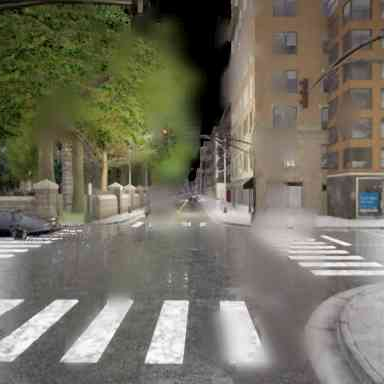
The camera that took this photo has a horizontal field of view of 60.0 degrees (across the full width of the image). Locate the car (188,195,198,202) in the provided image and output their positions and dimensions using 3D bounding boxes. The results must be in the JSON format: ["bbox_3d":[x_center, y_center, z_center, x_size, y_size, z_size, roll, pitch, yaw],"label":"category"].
[{"bbox_3d":[0.198,1.417,70.777,1.812,1.442,4.674,0,0,0],"label":"car"}]

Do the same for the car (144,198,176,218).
[{"bbox_3d":[-3.004,1.523,30.668,2.033,1.411,5.357,0,0,4],"label":"car"}]

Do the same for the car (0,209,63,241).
[{"bbox_3d":[-9.092,1.538,15.903,5.357,1.411,2.033,0,0,1],"label":"car"}]

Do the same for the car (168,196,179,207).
[{"bbox_3d":[-3.004,1.461,40.740,1.837,1.490,4.892,0,0,0],"label":"car"}]
